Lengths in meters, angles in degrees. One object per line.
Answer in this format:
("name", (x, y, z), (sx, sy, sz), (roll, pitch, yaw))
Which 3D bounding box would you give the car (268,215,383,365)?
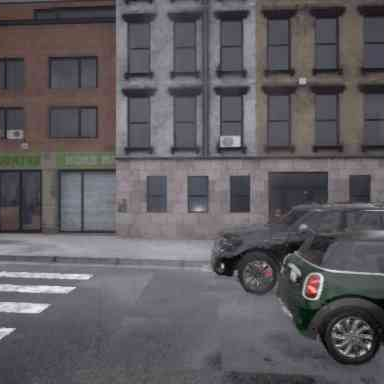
("car", (3.752, 1.410, 5.258), (4.553, 1.767, 2.097), (1, -1, 3))

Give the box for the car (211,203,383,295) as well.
("car", (3.270, 1.289, 8.244), (5.566, 2.045, 2.150), (1, 0, 3))
